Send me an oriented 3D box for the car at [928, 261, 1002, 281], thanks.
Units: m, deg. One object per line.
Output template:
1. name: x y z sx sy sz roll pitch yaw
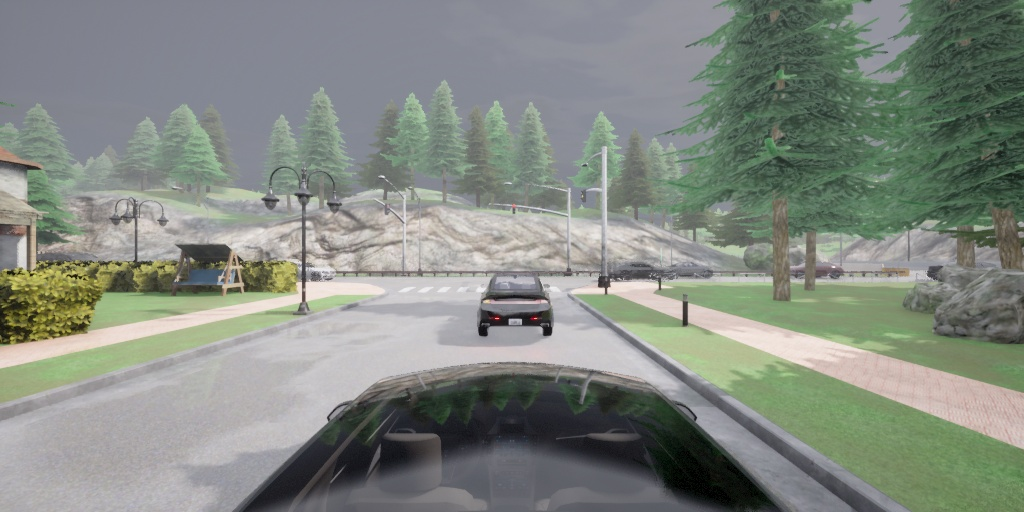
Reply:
1. car: 33.053 1.065 25.738 5.008 1.535 1.882 0 0 0

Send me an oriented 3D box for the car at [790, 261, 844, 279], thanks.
1. car: 24.473 1.113 29.411 4.674 1.442 1.812 0 0 0

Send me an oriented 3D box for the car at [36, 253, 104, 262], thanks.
1. car: -31.582 0.809 25.860 5.566 2.045 2.150 0 0 0

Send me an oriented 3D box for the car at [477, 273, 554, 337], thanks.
1. car: 0.094 1.242 10.333 2.128 1.511 4.902 0 0 1

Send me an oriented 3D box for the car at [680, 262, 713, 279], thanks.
1. car: 14.171 1.151 29.465 4.181 1.385 1.994 0 0 0

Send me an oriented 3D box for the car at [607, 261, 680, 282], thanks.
1. car: 9.153 1.113 25.793 4.674 1.442 1.812 0 0 0

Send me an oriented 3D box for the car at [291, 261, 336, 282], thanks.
1. car: -15.201 1.113 25.836 4.674 1.442 1.812 0 0 0
